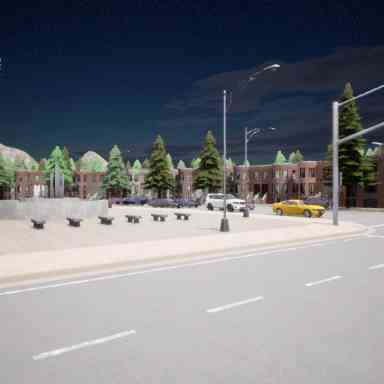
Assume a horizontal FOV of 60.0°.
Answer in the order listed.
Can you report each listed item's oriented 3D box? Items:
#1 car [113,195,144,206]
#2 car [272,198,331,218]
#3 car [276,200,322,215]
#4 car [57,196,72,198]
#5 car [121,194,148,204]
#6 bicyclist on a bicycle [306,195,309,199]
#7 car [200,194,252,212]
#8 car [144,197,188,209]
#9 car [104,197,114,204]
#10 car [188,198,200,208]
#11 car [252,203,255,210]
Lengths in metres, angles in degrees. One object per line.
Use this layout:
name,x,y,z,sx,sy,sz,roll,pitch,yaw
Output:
car,-9.769,1.601,53.511,4.718,1.301,1.895,0,0,24
car,9.796,1.478,30.793,1.882,1.535,5.008,0,0,-37
car,11.115,1.564,34.865,1.994,1.385,4.181,0,0,-37
car,-23.756,1.505,60.729,4.892,1.490,1.837,0,0,5
car,-10.669,1.351,61.452,4.553,1.767,2.097,0,0,20
bicyclist on a bicycle,16.230,1.303,46.629,1.656,1.620,0.582,0,0,-37
car,3.873,1.221,38.662,2.150,2.045,5.566,0,0,-39
car,-3.618,1.547,45.888,5.357,1.411,2.033,0,0,36
car,-14.020,1.564,58.857,4.181,1.385,1.994,0,0,18
car,-1.200,1.547,48.426,5.357,1.411,2.033,0,0,37
car,5.733,1.526,41.755,1.812,1.442,4.674,0,0,-41
